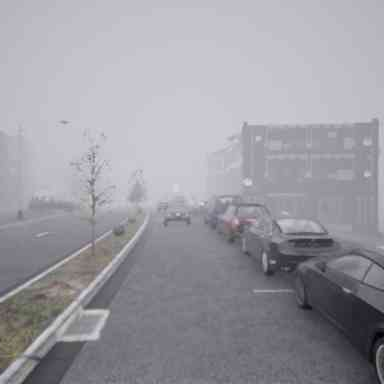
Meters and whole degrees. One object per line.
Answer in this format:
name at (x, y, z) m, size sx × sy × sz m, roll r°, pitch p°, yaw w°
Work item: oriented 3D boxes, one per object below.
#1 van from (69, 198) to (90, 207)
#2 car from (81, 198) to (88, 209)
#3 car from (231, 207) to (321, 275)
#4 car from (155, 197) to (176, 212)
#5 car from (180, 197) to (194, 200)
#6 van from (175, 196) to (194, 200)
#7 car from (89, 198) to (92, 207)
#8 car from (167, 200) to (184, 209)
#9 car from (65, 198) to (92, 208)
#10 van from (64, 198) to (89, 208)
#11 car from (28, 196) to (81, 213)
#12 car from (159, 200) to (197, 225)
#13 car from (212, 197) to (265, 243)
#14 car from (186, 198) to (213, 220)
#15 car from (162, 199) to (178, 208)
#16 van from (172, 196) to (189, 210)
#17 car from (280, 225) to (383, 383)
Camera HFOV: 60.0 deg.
van at (-25.375, 2.388, 75.311) m, size 4.442 × 1.987 × 1.878 m, roll 0°, pitch -1°, yaw -17°
car at (-19.185, 2.035, 51.658) m, size 4.892 × 1.521 × 2.231 m, roll 0°, pitch -2°, yaw -12°
car at (2.775, 1.426, 10.196) m, size 2.231 × 1.521 × 4.892 m, roll 0°, pitch 0°, yaw -2°
car at (-3.432, 1.711, 41.343) m, size 1.837 × 1.490 × 4.892 m, roll 0°, pitch -1°, yaw -9°
car at (0.095, 1.648, 37.887) m, size 2.002 × 1.452 × 4.674 m, roll 0°, pitch -1°, yaw -8°
van at (-0.764, 1.489, 43.497) m, size 1.878 × 1.987 × 4.442 m, roll 0°, pitch -1°, yaw -9°
car at (-21.557, 2.310, 62.319) m, size 5.366 × 1.575 × 1.946 m, roll 0°, pitch -1°, yaw -14°
car at (-2.798, 2.010, 54.297) m, size 2.163 × 1.488 × 4.792 m, roll 0°, pitch -1°, yaw -11°
car at (-24.707, 2.308, 72.646) m, size 5.566 × 2.045 × 2.435 m, roll 0°, pitch -1°, yaw -17°
van at (-22.556, 2.153, 64.886) m, size 4.442 × 1.987 × 1.878 m, roll 0°, pitch -1°, yaw -15°
car at (-17.044, 1.495, 40.823) m, size 5.566 × 2.045 × 2.435 m, roll 0°, pitch -1°, yaw -9°
car at (-1.144, 1.517, 23.715) m, size 2.033 × 1.411 × 5.357 m, roll 0°, pitch 0°, yaw -6°
car at (2.462, 1.291, 15.823) m, size 2.185 × 1.767 × 4.553 m, roll 0°, pitch 0°, yaw -3°
car at (0.852, 1.566, 32.397) m, size 2.002 × 1.452 × 4.674 m, roll 0°, pitch -1°, yaw -7°
car at (-3.983, 2.118, 59.659) m, size 2.097 × 1.535 × 5.008 m, roll 0°, pitch -1°, yaw -13°
van at (-1.740, 1.615, 48.948) m, size 1.878 × 1.987 × 4.442 m, roll 0°, pitch -1°, yaw -10°
car at (2.955, 1.491, 4.778) m, size 2.002 × 1.452 × 4.674 m, roll 0°, pitch 0°, yaw -1°
